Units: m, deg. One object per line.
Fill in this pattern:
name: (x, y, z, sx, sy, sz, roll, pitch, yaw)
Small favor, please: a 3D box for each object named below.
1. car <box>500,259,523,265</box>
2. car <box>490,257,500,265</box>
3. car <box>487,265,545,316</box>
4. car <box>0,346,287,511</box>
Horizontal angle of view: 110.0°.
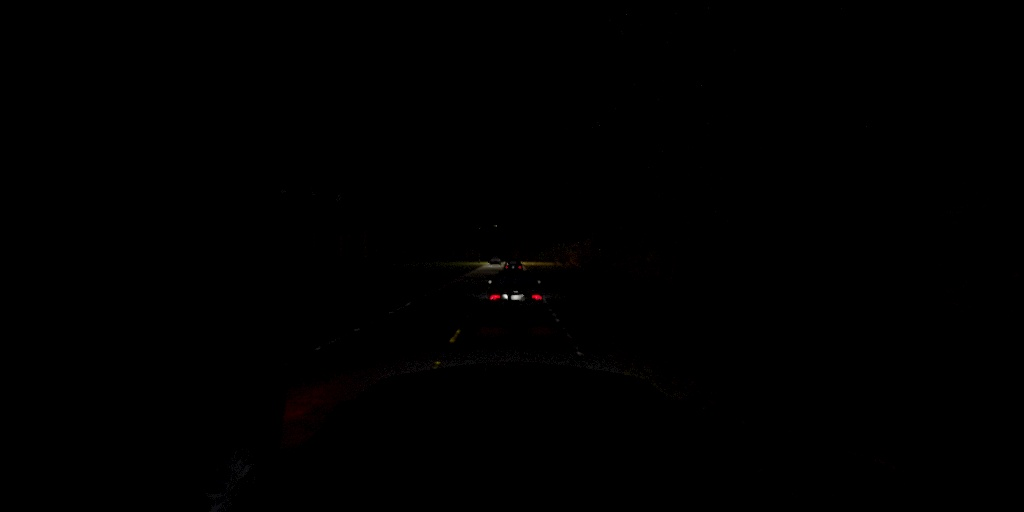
car: (0.109, 1.057, 35.546, 2.033, 1.411, 5.357, 0, 0, 0)
car: (-2.727, 0.843, 60.215, 1.812, 1.442, 4.674, 0, 0, 0)
car: (0.103, 1.222, 12.851, 2.033, 1.411, 5.357, 0, 0, 0)
car: (-2.850, 1.259, 1.104, 1.837, 1.490, 4.892, 0, 0, 0)
